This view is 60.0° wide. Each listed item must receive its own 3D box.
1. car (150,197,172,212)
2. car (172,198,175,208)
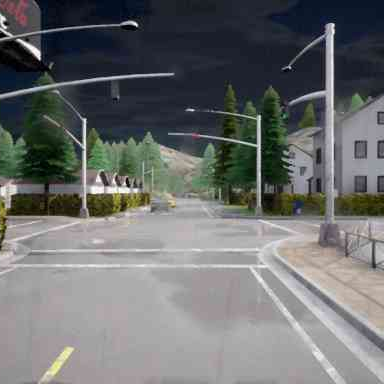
[{"bbox_3d":[-3.583,1.526,38.128,1.812,1.442,4.674,0,0,0],"label":"car"},{"bbox_3d":[-3.585,1.478,48.600,1.882,1.535,5.008,0,0,0],"label":"car"}]
